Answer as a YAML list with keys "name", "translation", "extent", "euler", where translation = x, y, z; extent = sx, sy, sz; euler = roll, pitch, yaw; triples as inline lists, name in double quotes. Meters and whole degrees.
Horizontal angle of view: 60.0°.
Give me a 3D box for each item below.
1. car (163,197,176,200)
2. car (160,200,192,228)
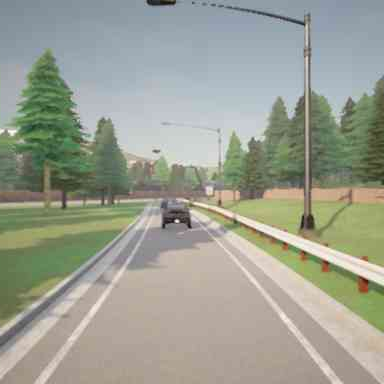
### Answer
- name: "car"
  translation: [-2.774, 1.343, 40.897]
  extent: [2.097, 1.767, 4.553]
  euler: [0, 0, -6]
- name: "car"
  translation: [-1.077, 1.499, 22.350]
  extent: [1.837, 1.490, 4.892]
  euler: [0, 0, -4]
